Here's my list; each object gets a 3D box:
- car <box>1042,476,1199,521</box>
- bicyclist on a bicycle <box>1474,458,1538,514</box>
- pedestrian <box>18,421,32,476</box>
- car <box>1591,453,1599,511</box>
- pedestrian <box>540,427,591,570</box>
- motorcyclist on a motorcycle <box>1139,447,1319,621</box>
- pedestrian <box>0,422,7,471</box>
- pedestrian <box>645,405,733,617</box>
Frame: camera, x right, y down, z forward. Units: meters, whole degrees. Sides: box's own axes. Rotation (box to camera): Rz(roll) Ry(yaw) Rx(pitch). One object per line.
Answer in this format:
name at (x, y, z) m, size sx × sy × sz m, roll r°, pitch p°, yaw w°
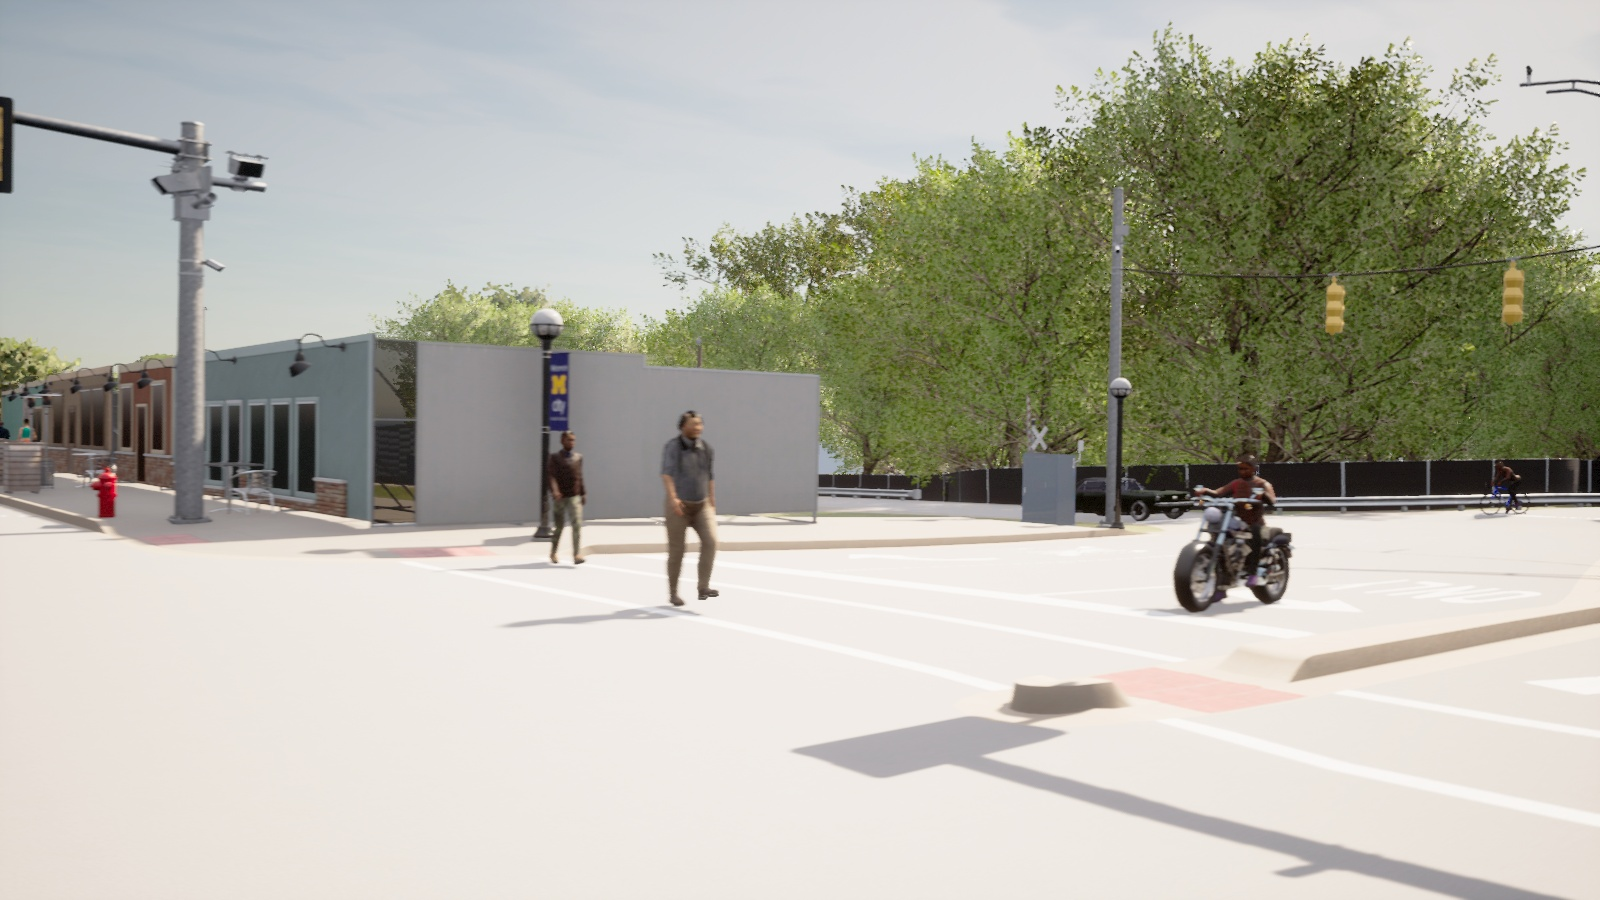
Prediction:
car at (10.098, 1.497, 39.938) m, size 1.895 × 1.301 × 4.718 m, roll -1°, pitch 0°, yaw -36°
bicyclist on a bicycle at (21.452, 1.083, 38.173) m, size 1.656 × 1.620 × 0.582 m, roll -2°, pitch 1°, yaw -7°
pedestrian at (-25.827, -0.057, 41.847) m, size 0.345 × 1.836 × 0.594 m, roll 0°, pitch 1°, yaw -38°
car at (25.160, 0.928, 34.842) m, size 5.027 × 1.651 × 2.152 m, roll 0°, pitch 1°, yaw 2°
pedestrian at (-3.099, 0.615, 16.590) m, size 0.431 × 1.840 × 0.703 m, roll 0°, pitch 1°, yaw -31°
motorcyclist on a motorcycle at (4.508, 0.832, 13.076) m, size 2.350 × 1.649 × 0.766 m, roll 2°, pitch -1°, yaw -45°
pedestrian at (-30.198, -0.131, 47.391) m, size 0.402 × 1.842 × 0.726 m, roll 0°, pitch 1°, yaw -38°
pedestrian at (-1.012, 0.526, 11.380) m, size 0.540 × 1.848 × 0.694 m, roll 0°, pitch 1°, yaw -28°
